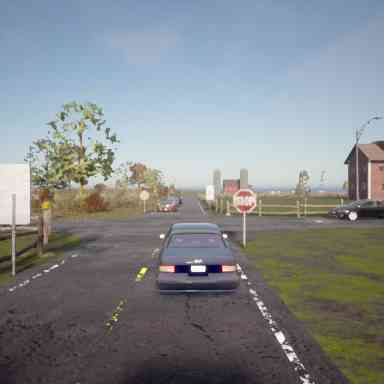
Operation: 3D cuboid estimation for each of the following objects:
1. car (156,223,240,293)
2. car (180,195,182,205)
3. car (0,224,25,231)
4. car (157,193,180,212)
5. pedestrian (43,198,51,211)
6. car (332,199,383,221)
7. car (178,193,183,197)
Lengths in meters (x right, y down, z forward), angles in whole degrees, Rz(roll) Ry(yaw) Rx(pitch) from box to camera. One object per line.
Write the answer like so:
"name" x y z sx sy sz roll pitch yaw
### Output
"car" 0.067 1.546 9.001 2.033 1.411 5.357 0 0 -1
"car" -2.882 1.522 48.893 1.812 1.442 4.674 0 0 1
"car" -13.144 1.774 21.697 4.718 1.301 1.895 -1 0 4
"car" -2.880 1.349 38.843 2.097 1.767 4.553 0 0 0
"pedestrian" -12.183 1.412 27.790 0.375 1.860 0.375 0 1 0
"car" 12.941 1.285 24.592 4.892 1.490 1.837 -1 0 0
"car" -2.879 1.217 59.193 2.150 2.045 5.566 0 0 0
